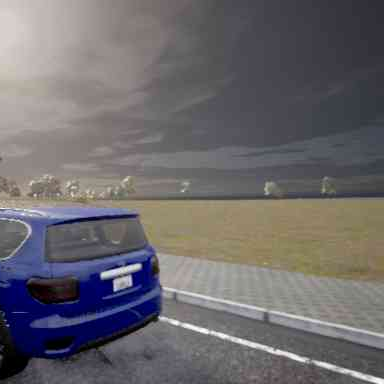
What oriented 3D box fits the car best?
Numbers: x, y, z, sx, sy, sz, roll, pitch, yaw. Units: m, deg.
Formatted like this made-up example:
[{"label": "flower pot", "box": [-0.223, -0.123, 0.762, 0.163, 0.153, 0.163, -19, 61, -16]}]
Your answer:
[{"label": "car", "box": [-3.042, 1.245, 5.749, 5.566, 2.045, 2.150, 0, 0, 36]}]
